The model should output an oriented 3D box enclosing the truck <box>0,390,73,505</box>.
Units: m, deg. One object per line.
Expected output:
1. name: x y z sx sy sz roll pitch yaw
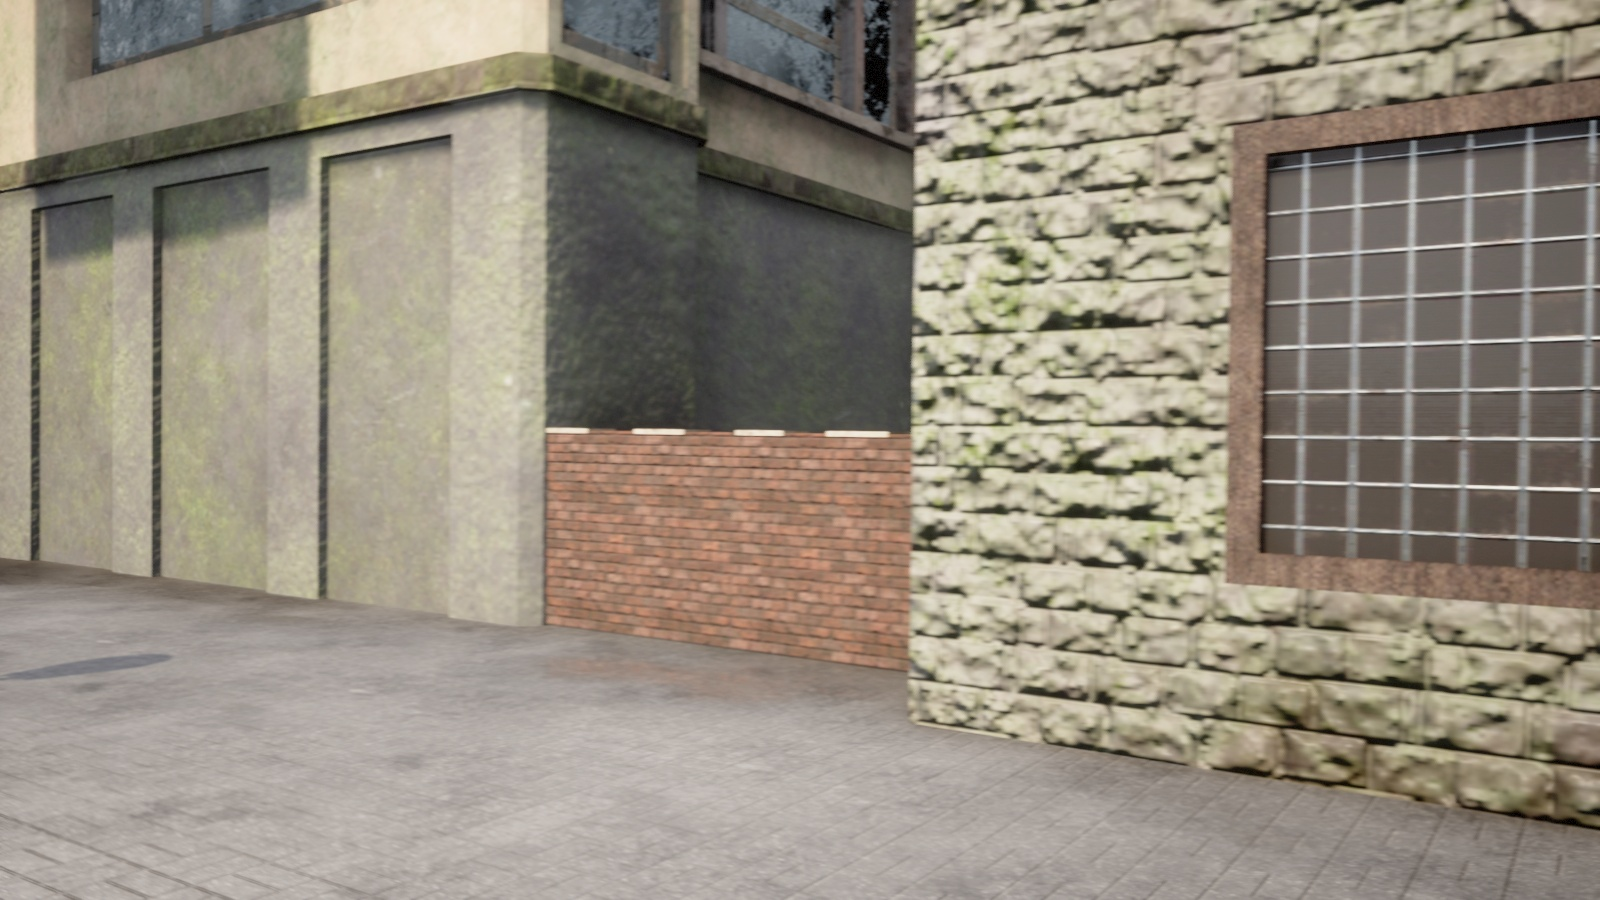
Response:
1. truck: -18.930 -0.034 26.853 2.627 2.467 5.204 0 1 34
